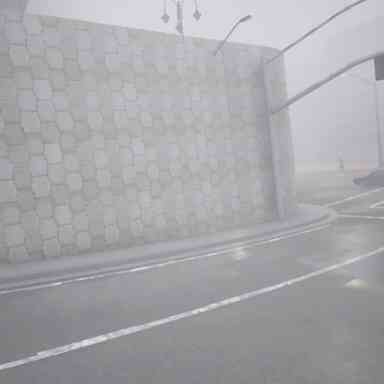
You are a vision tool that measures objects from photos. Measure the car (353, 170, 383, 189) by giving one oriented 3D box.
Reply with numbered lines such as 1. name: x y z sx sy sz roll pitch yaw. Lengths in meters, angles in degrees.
1. car: 14.586 -1.007 24.452 1.895 1.301 4.718 -11 6 -35

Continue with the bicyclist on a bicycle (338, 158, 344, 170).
1. bicyclist on a bicycle: 20.058 -3.814 44.854 1.656 1.620 0.582 -11 6 -35
